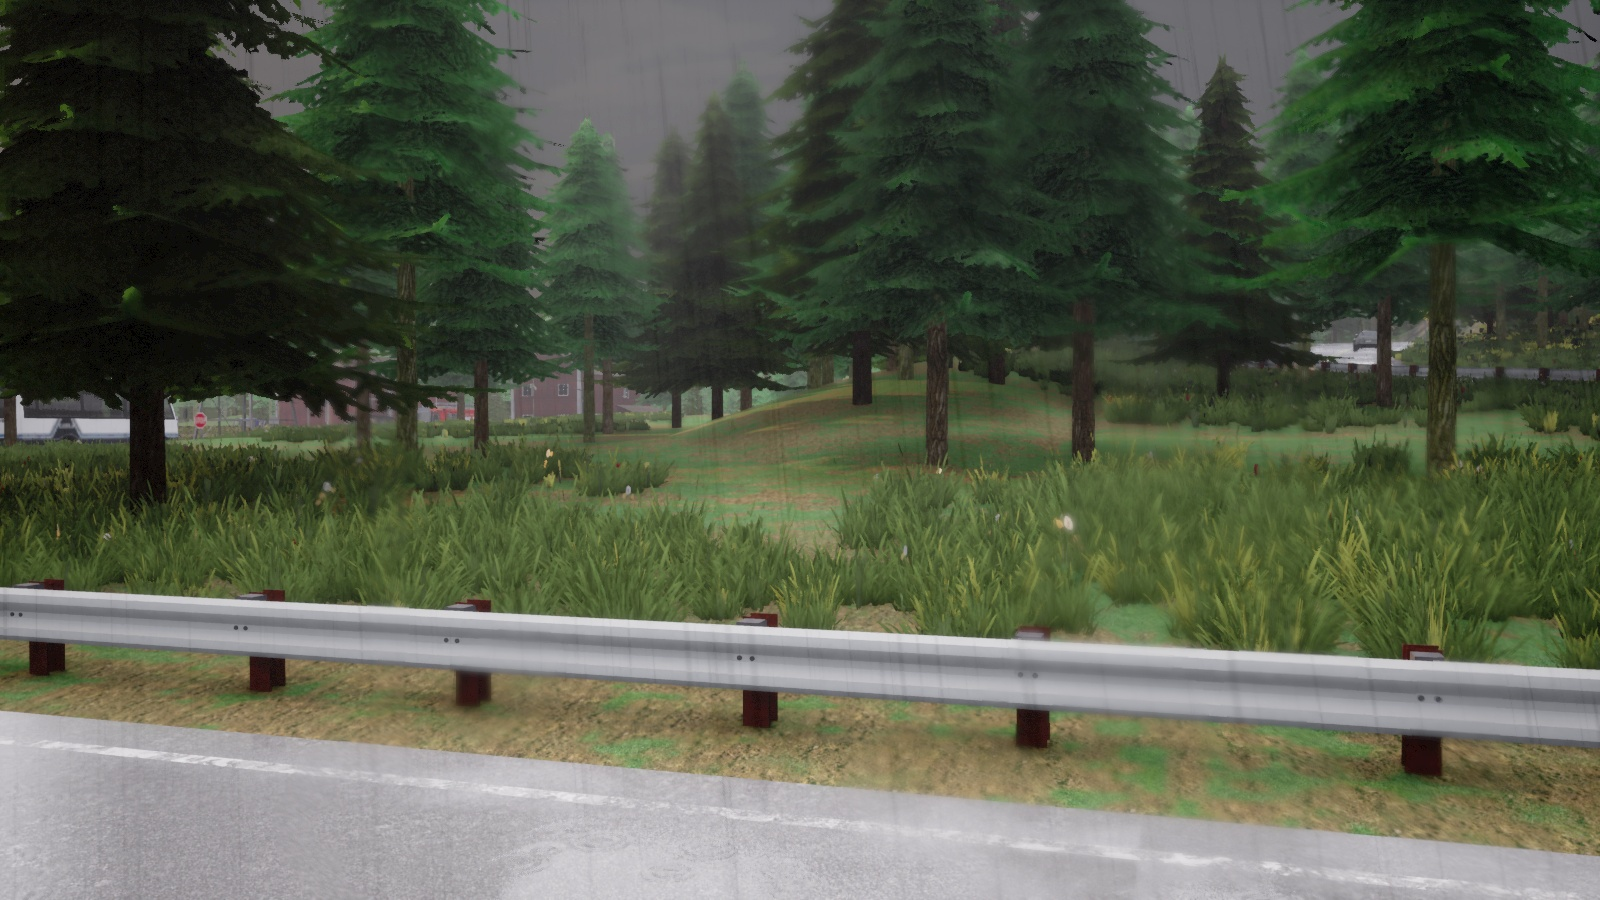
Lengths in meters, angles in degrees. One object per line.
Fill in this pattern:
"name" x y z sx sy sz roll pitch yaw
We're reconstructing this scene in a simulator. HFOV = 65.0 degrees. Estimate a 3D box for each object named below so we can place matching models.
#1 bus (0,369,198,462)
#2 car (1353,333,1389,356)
"bus" -35.726 -1.667 63.051 3.944 4.253 10.273 1 1 17
"car" 38.279 -7.075 84.130 1.994 1.385 4.181 1 6 27
